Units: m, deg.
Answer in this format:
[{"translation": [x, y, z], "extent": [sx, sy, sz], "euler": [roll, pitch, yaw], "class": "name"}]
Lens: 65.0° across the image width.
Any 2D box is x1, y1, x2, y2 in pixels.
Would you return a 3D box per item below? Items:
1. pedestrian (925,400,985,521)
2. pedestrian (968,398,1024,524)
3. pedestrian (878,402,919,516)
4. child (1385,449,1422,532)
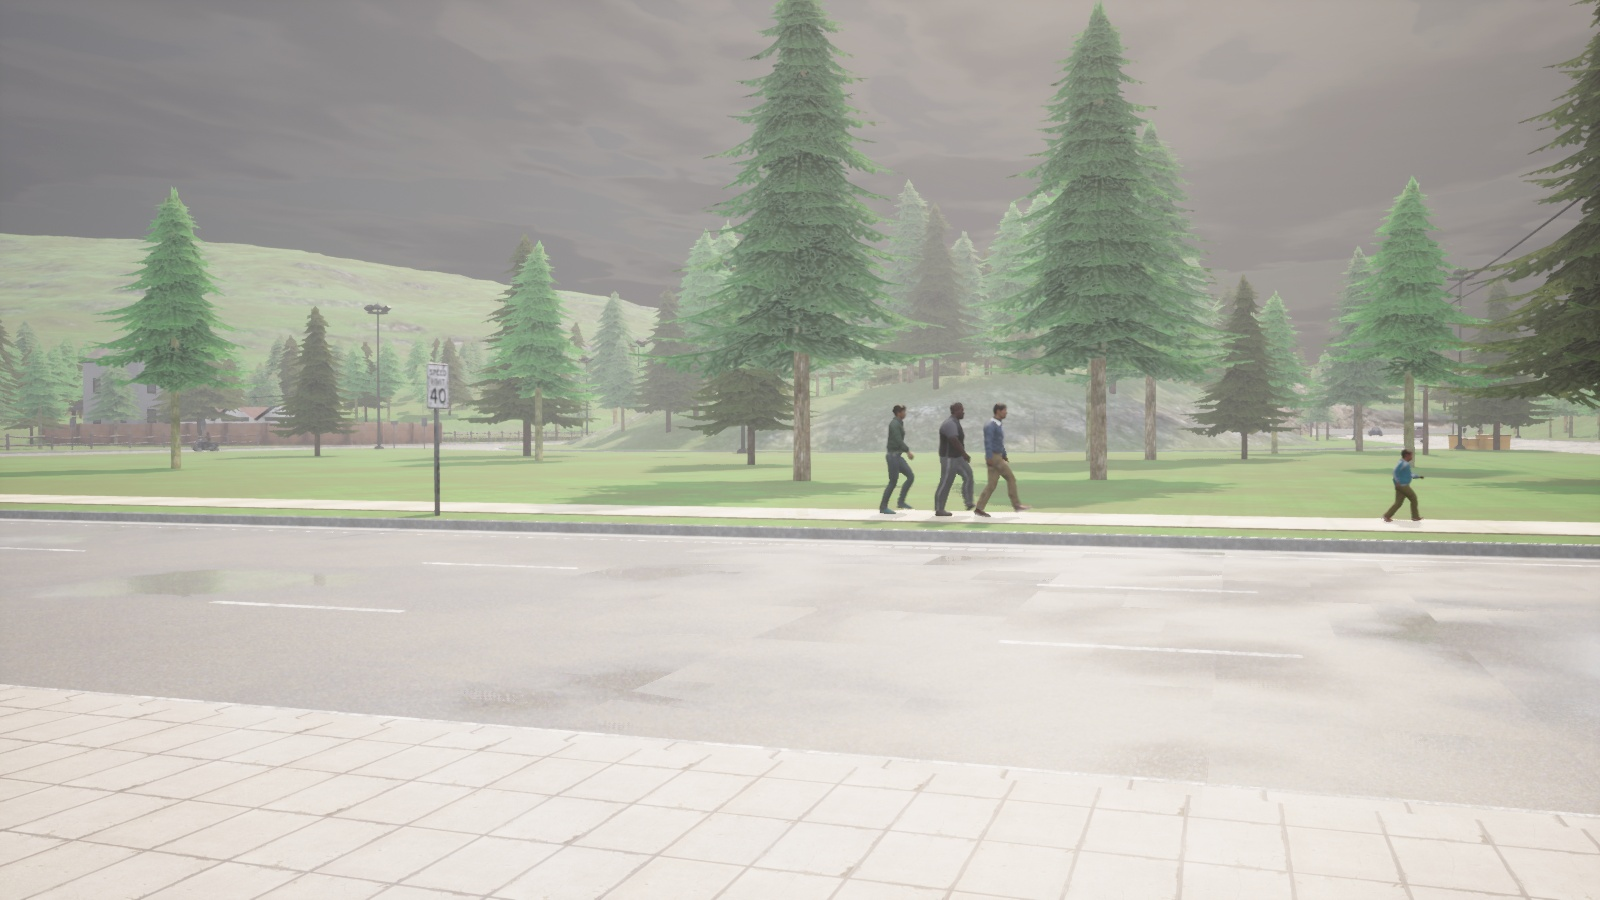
[{"translation": [2.463, 0.156, 19.897], "extent": [0.849, 1.883, 0.563], "euler": [1, 1, 17], "class": "pedestrian"}, {"translation": [3.081, 0.162, 19.701], "extent": [0.788, 1.949, 0.423], "euler": [1, 1, 19], "class": "pedestrian"}, {"translation": [1.609, 0.142, 20.548], "extent": [0.614, 1.847, 0.353], "euler": [0, 1, 13], "class": "pedestrian"}, {"translation": [8.863, 0.583, 18.445], "extent": [0.448, 1.192, 0.343], "euler": [1, 1, 21], "class": "child"}]
